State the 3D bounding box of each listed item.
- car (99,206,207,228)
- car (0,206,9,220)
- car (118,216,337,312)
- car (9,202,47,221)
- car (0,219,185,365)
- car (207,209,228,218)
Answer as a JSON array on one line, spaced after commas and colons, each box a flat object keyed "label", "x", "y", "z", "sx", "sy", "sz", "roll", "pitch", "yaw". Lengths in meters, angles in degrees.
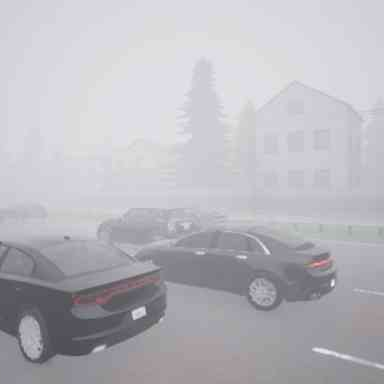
[{"label": "car", "x": -1.941, "y": 1.368, "z": 13.982, "sx": 4.553, "sy": 1.767, "sz": 2.097, "roll": 0, "pitch": 0, "yaw": 36}, {"label": "car", "x": -15.339, "y": 1.395, "z": 23.554, "sx": 4.553, "sy": 1.767, "sz": 2.097, "roll": 0, "pitch": 0, "yaw": 36}, {"label": "car", "x": 0.718, "y": 1.510, "z": 7.775, "sx": 4.892, "sy": 1.490, "sz": 1.837, "roll": -1, "pitch": 0, "yaw": 36}, {"label": "car", "x": -13.536, "y": 1.535, "z": 26.568, "sx": 4.902, "sy": 1.511, "sz": 2.128, "roll": 0, "pitch": 0, "yaw": 36}, {"label": "car", "x": -2.728, "y": 1.487, "z": 5.938, "sx": 5.008, "sy": 1.535, "sz": 1.882, "roll": 0, "pitch": 0, "yaw": 36}, {"label": "car", "x": -0.406, "y": 1.509, "z": 17.188, "sx": 4.902, "sy": 1.511, "sz": 2.128, "roll": 0, "pitch": 0, "yaw": 36}]
